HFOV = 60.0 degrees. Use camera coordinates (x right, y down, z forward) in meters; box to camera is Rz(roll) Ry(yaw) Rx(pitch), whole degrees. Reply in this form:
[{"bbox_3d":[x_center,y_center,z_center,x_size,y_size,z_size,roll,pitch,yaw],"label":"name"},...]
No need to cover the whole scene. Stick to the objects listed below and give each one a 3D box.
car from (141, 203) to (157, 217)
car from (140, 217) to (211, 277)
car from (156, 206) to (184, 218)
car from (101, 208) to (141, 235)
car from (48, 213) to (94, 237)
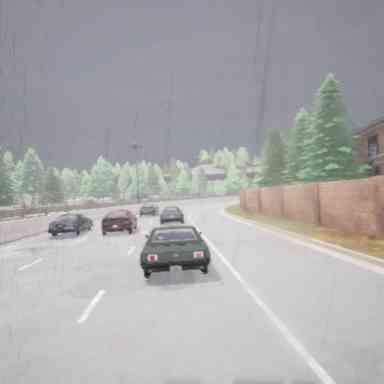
[{"bbox_3d":[-5.140,2.162,40.702,2.128,1.511,4.902,-3,0,3],"label":"car"},{"bbox_3d":[-0.575,1.736,10.893,1.895,1.301,4.718,-3,-1,-4],"label":"car"},{"bbox_3d":[-1.699,1.927,28.262,1.994,1.385,4.181,-3,-1,-3],"label":"car"},{"bbox_3d":[-4.873,1.961,22.757,1.882,1.535,5.008,-3,0,-4],"label":"car"},{"bbox_3d":[-8.412,2.230,23.403,2.033,1.411,5.357,-3,-1,-4],"label":"car"}]
